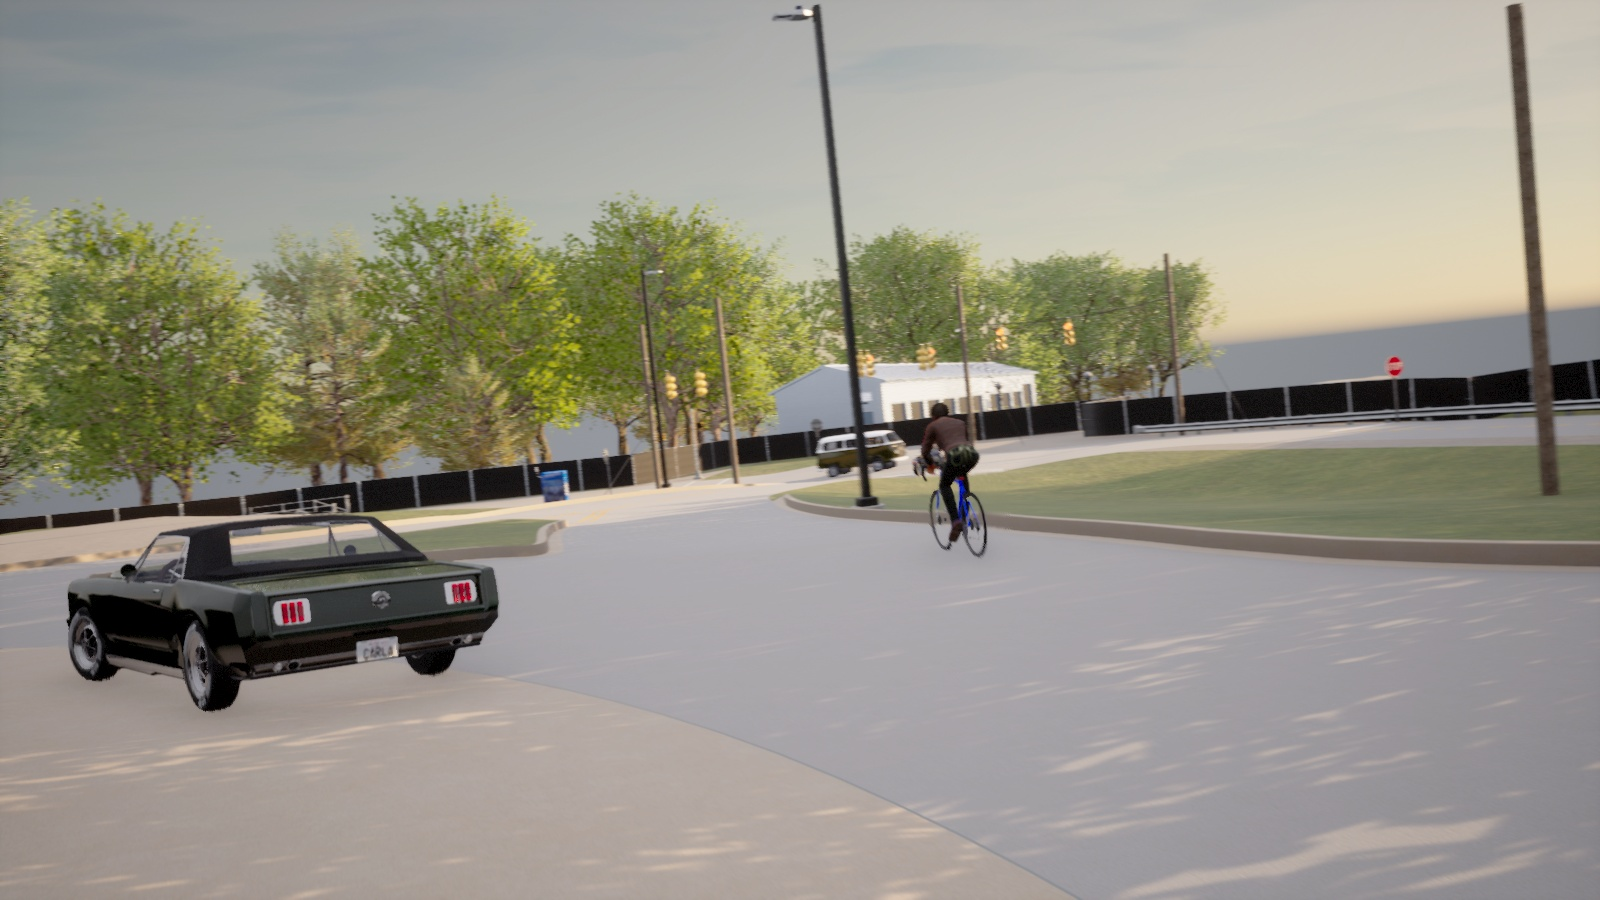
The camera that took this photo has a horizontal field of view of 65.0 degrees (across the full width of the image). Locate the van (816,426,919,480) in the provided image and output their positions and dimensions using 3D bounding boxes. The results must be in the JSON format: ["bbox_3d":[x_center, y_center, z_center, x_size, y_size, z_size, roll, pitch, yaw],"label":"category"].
[{"bbox_3d":[3.368,0.143,62.690,4.480,2.038,2.069,-8,1,27],"label":"van"}]

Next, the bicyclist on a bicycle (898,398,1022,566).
[{"bbox_3d":[1.665,0.317,13.340,0.582,1.620,1.656,-7,1,-13],"label":"bicyclist on a bicycle"}]

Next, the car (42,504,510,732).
[{"bbox_3d":[-4.439,1.210,10.155,1.895,1.301,4.718,-2,-2,-43],"label":"car"}]

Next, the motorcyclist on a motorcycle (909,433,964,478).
[{"bbox_3d":[5.724,0.235,52.532,2.350,1.649,0.766,-7,3,-42],"label":"motorcyclist on a motorcycle"}]
